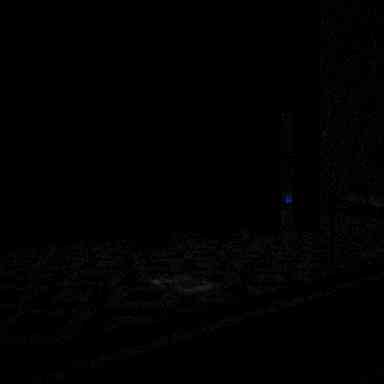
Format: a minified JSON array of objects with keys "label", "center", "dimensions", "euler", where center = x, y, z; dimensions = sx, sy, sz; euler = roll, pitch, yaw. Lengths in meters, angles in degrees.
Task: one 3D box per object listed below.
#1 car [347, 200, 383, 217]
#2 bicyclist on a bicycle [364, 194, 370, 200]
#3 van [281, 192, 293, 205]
[{"label":"car","center":[14.771,1.366,28.275],"dimensions":[2.008,1.369,4.403],"euler":[1,0,-36]},{"label":"bicyclist on a bicycle","center":[20.789,1.029,39.608],"dimensions":[1.656,1.620,0.582],"euler":[0,1,-36]},{"label":"van","center":[12.199,0.930,46.548],"dimensions":[1.690,1.788,3.998],"euler":[1,0,-36]}]
